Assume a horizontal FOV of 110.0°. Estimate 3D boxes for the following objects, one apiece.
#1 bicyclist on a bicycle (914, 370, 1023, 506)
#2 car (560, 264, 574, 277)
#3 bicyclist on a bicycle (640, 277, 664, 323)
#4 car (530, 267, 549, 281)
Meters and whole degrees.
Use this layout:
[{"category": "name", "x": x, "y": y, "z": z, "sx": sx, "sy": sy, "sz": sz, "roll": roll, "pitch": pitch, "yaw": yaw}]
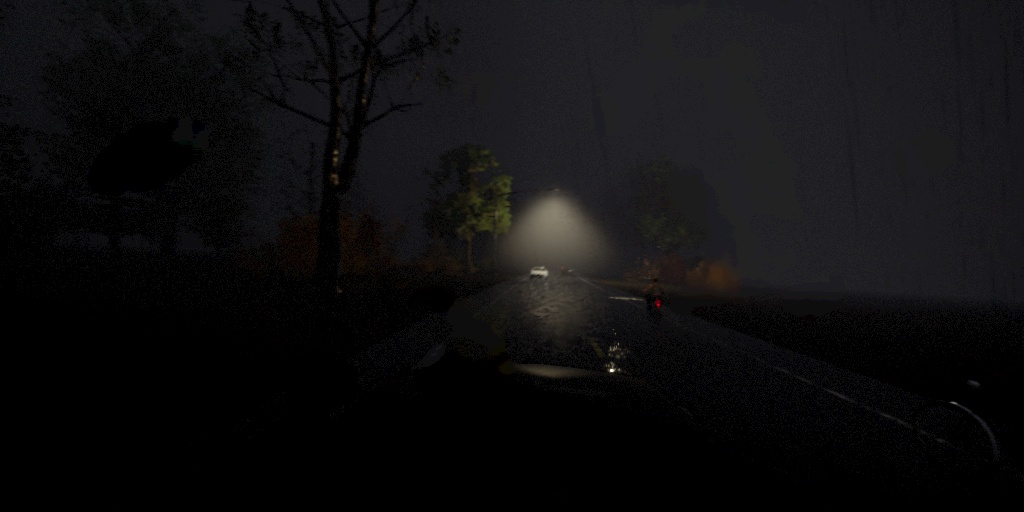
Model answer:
[{"category": "bicyclist on a bicycle", "x": 4.406, "y": 1.320, "z": 3.061, "sx": 0.659, "sy": 1.776, "sz": 1.843, "roll": 2, "pitch": 0, "yaw": 4}, {"category": "car", "x": 8.741, "y": 2.453, "z": 56.455, "sx": 2.128, "sy": 1.511, "sz": 4.902, "roll": 2, "pitch": -1, "yaw": 7}, {"category": "bicyclist on a bicycle", "x": 5.115, "y": 1.548, "z": 12.960, "sx": 0.866, "sy": 1.612, "sz": 1.509, "roll": 2, "pitch": -1, "yaw": 4}, {"category": "car", "x": 3.074, "y": 1.970, "z": 40.437, "sx": 1.812, "sy": 1.442, "sz": 4.674, "roll": 2, "pitch": -1, "yaw": 6}]
